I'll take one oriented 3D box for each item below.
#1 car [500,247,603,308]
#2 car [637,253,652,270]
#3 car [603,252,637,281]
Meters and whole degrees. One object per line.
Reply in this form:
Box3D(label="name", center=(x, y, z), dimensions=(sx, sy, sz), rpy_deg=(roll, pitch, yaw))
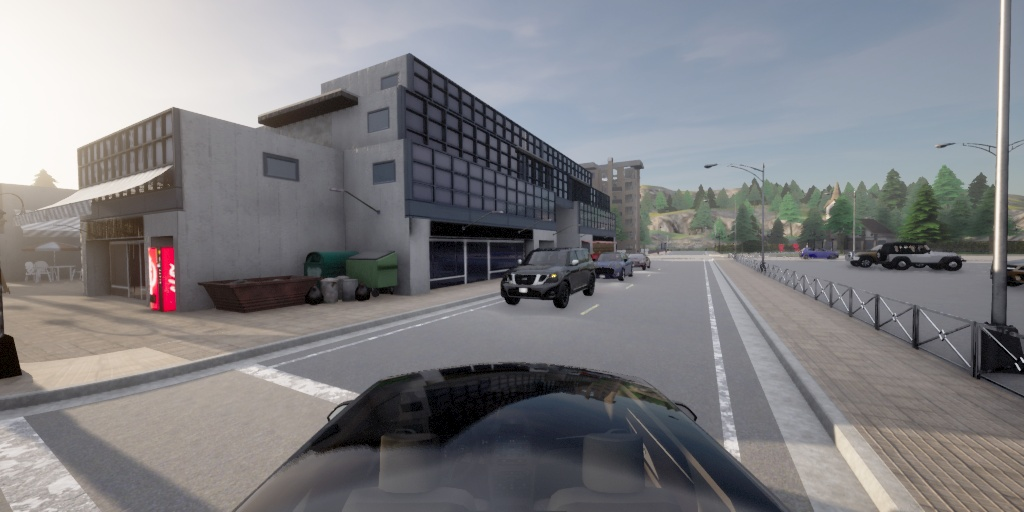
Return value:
Box3D(label="car", center=(1.654, 0.679, 13.983), dimensions=(2.150, 2.045, 5.566), rpy_deg=(0, 1, 28))
Box3D(label="car", center=(11.066, 0.431, 31.708), dimensions=(1.812, 1.442, 4.674), rpy_deg=(0, 2, 28))
Box3D(label="car", center=(6.265, 0.539, 22.672), dimensions=(2.097, 1.767, 4.553), rpy_deg=(0, 2, 28))
